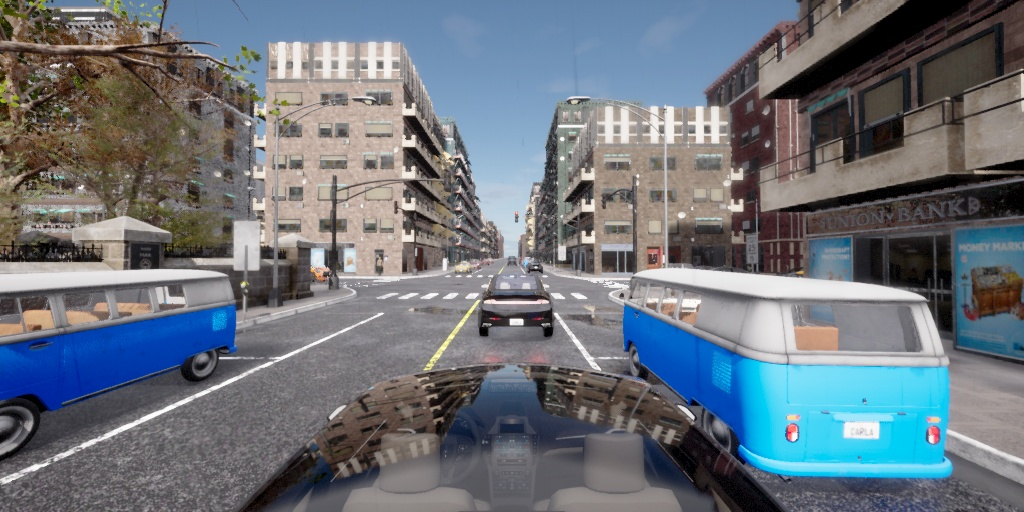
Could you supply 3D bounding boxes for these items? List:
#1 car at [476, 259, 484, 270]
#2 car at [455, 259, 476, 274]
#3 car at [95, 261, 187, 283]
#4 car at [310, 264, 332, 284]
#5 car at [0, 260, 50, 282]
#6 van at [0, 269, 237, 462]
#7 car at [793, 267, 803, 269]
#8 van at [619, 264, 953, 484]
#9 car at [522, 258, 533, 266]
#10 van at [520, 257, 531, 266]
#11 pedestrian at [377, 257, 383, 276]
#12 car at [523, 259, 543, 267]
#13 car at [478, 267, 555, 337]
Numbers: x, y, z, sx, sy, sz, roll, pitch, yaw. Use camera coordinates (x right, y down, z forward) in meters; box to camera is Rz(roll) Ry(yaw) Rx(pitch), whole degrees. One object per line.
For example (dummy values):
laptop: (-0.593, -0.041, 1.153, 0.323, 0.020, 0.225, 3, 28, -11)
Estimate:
car: (-5.680, 1.208, 53.819, 1.967, 1.591, 4.097, 0, 0, 0)
car: (-5.681, 1.289, 42.363, 1.751, 1.417, 4.829, 0, 0, 0)
car: (-26.194, 1.120, 25.400, 4.674, 1.442, 1.812, 0, -1, 1)
car: (-15.129, 1.006, 25.270, 4.553, 1.767, 2.097, 0, -1, 1)
car: (-36.507, 1.044, 25.532, 4.892, 1.490, 1.837, 0, -1, 1)
van: (-5.655, 1.092, 4.589, 1.690, 1.789, 3.998, 0, 0, 0)
car: (25.016, 1.413, 27.983, 5.008, 1.535, 1.882, 0, -1, 1)
van: (2.659, 1.092, 4.585, 1.690, 1.789, 3.998, 0, 0, 0)
car: (2.700, 1.317, 48.174, 2.007, 1.370, 4.403, 0, 0, 0)
van: (2.703, 1.112, 59.459, 1.690, 1.789, 3.998, 0, 0, 0)
pedestrian: (-12.533, 0.967, 33.977, 0.375, 1.860, 0.375, 0, -1, 1)
car: (2.699, 1.330, 42.532, 1.948, 1.339, 4.313, 0, 0, 0)
car: (0.102, 1.244, 10.315, 2.128, 1.511, 4.902, 0, 0, 0)
